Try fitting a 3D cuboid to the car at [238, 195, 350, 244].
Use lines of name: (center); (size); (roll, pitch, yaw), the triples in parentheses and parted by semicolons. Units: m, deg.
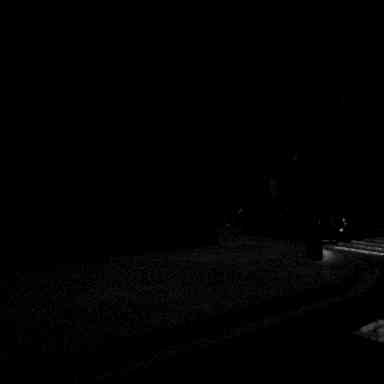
car: (4.682, 1.218, 16.249); (2.150, 2.045, 5.566); (0, 0, -36)
